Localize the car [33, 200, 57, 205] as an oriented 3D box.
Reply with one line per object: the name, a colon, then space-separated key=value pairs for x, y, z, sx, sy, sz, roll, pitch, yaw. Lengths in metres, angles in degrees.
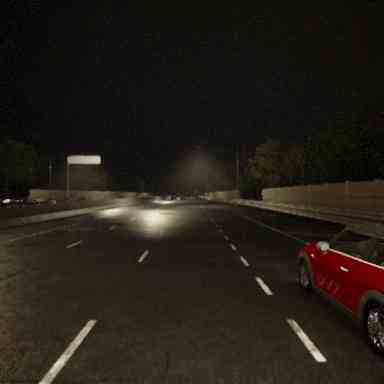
car: x=-21.000 y=1.931 z=48.776 sx=1.994 sy=1.385 sz=4.181 roll=0 pitch=0 yaw=0

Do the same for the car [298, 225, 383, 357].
car: x=3.601 y=1.391 z=6.231 sx=2.097 sy=1.767 sz=4.553 roll=0 pitch=0 yaw=0

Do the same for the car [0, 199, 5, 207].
car: x=-27.965 y=1.836 z=48.776 sx=2.128 sy=1.511 sz=4.902 roll=0 pitch=0 yaw=1

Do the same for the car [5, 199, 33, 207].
car: x=-24.501 y=1.817 z=48.659 sx=2.128 sy=1.511 sz=4.902 roll=0 pitch=0 yaw=0
